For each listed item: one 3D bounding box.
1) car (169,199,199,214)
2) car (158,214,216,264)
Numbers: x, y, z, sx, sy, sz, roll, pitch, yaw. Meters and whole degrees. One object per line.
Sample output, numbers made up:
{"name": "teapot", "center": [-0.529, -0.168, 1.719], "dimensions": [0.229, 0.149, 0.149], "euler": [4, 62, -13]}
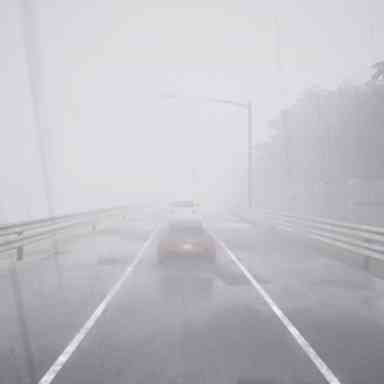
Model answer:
{"name": "car", "center": [-0.644, 1.562, 26.298], "dimensions": [2.150, 2.045, 5.566], "euler": [0, 0, 0]}
{"name": "car", "center": [-0.205, 1.729, 12.511], "dimensions": [1.994, 1.385, 4.181], "euler": [0, -1, -1]}
